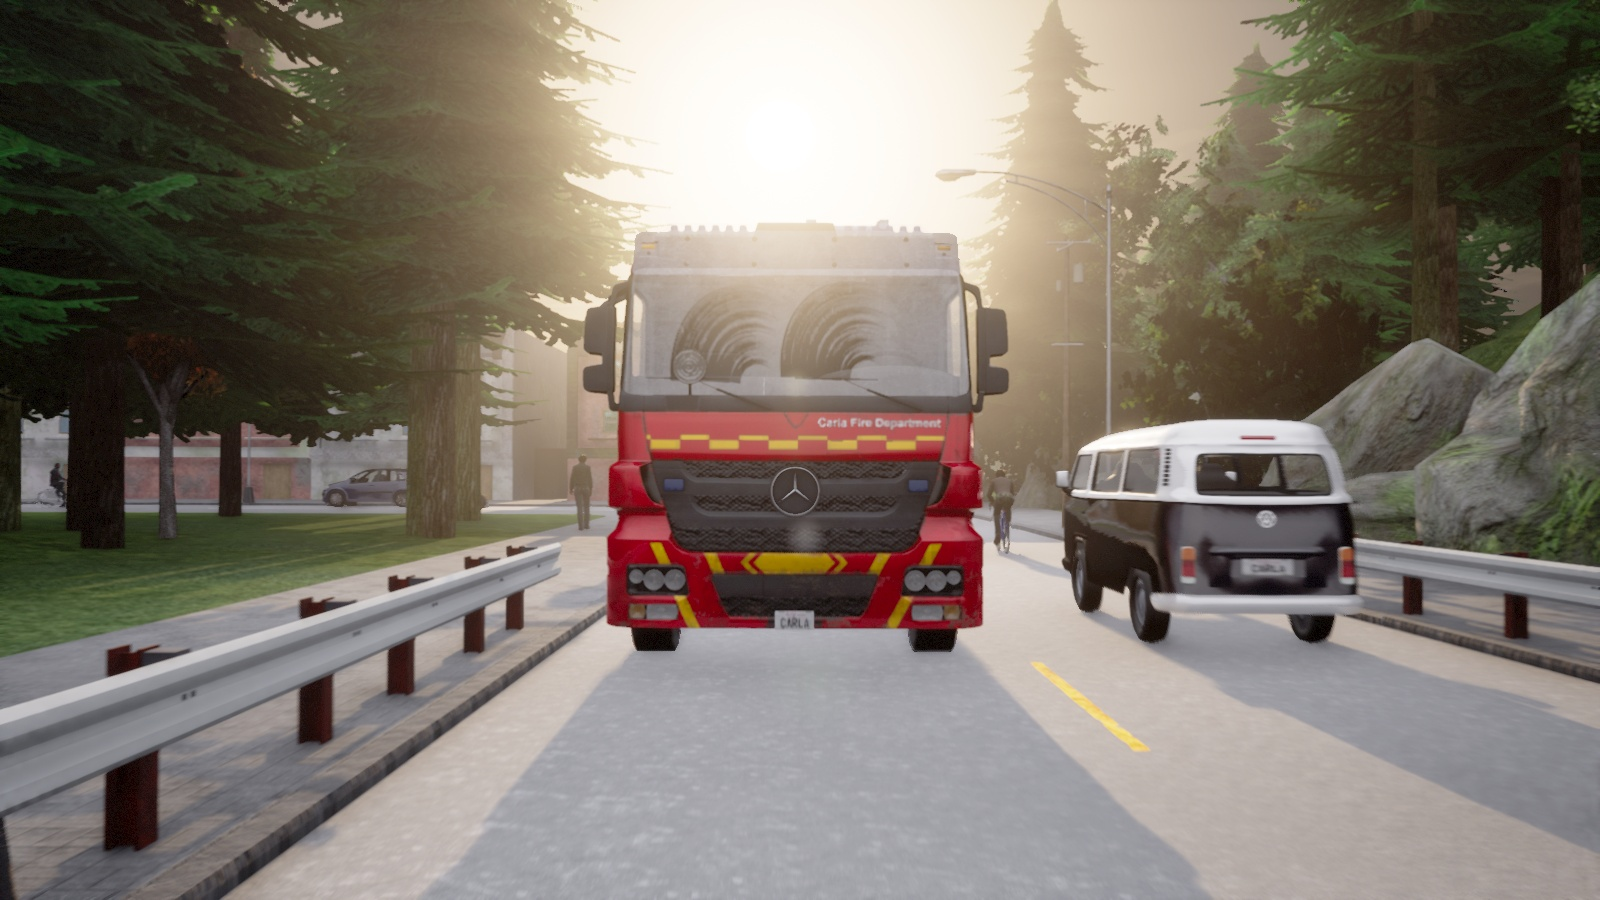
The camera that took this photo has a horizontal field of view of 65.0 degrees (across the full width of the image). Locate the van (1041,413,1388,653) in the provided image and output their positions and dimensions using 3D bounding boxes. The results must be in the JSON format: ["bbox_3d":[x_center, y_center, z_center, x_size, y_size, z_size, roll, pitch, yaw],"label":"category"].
[{"bbox_3d":[3.961,0.739,12.951,2.069,2.038,4.480,0,-1,0],"label":"van"}]

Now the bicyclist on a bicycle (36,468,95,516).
[{"bbox_3d":[-27.976,1.599,47.847,1.843,1.776,0.659,0,-1,0],"label":"bicyclist on a bicycle"}]

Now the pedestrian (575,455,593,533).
[{"bbox_3d":[-5.190,1.050,30.153,0.353,1.847,0.614,0,-1,-2],"label":"pedestrian"}]

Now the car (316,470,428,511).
[{"bbox_3d":[-17.601,1.651,51.819,3.988,1.617,1.851,0,-1,0],"label":"car"}]

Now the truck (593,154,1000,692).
[{"bbox_3d":[-0.044,-0.129,13.198,2.891,3.827,8.468,0,-1,0],"label":"truck"}]

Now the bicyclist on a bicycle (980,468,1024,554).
[{"bbox_3d":[3.926,1.162,24.526,0.582,1.620,1.656,0,-1,0],"label":"bicyclist on a bicycle"}]
